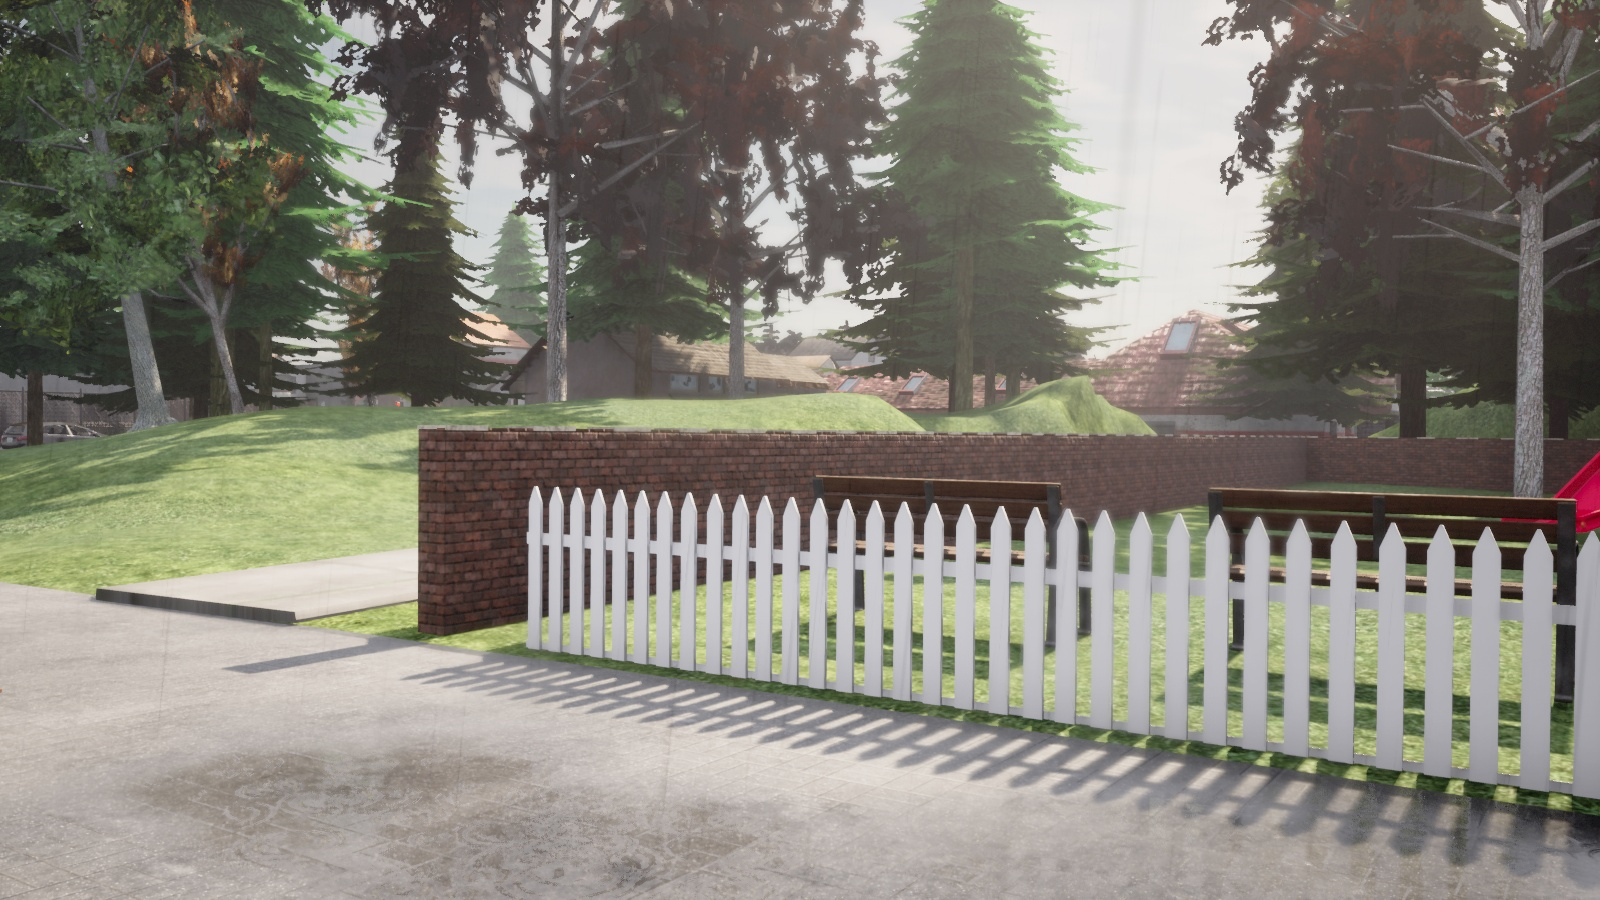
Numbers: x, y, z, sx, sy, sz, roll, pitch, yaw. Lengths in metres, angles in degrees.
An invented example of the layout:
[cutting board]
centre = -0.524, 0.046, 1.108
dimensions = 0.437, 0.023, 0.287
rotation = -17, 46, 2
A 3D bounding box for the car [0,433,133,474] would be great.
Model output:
[car]
centre = -31.537, 0.125, 53.893
dimensions = 2.242, 1.667, 4.611
rotation = 0, 1, 33
